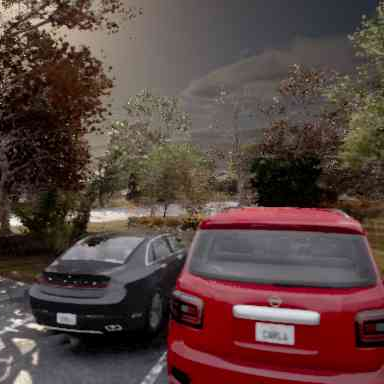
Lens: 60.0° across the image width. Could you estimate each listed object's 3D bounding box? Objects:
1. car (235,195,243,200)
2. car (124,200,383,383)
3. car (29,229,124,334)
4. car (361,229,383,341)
[{"bbox_3d":[10.369,1.400,76.418,5.357,1.411,2.033,-2,1,-36],"label":"car"},{"bbox_3d":[1.346,1.240,5.193,2.435,2.045,5.566,0,-1,15],"label":"car"},{"bbox_3d":[-1.092,1.491,6.872,2.231,1.521,4.892,0,-1,15],"label":"car"},{"bbox_3d":[3.764,1.240,3.412,2.435,2.045,5.566,1,-1,15],"label":"car"}]
